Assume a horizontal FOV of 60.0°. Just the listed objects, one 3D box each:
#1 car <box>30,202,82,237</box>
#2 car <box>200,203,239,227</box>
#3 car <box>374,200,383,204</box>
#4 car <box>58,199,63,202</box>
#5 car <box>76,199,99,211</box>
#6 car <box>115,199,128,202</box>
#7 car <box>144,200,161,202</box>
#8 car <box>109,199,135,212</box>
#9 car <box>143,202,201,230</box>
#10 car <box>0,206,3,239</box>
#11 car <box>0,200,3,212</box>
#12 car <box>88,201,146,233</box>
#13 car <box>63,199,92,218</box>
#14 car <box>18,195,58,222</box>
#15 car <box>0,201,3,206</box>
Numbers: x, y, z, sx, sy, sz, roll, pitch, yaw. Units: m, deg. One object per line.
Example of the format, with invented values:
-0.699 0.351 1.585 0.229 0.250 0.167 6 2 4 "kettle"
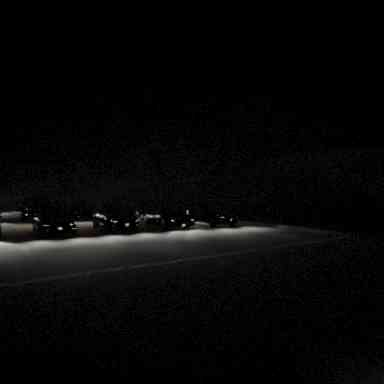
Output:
-7.687 1.558 18.528 1.837 1.490 4.892 0 0 -30 "car"
1.380 1.575 23.829 1.837 1.490 4.892 0 0 -30 "car"
34.996 1.721 58.989 2.033 1.411 5.357 0 0 -15 "car"
-15.945 1.618 40.212 1.837 1.490 4.892 0 0 -29 "car"
-13.635 1.687 43.247 1.994 1.385 4.181 0 0 -29 "car"
-7.415 1.640 32.220 2.033 1.411 5.357 0 0 -30 "car"
-3.765 1.587 32.888 2.128 1.511 4.902 0 0 -30 "car"
-8.843 1.646 41.864 1.812 1.442 4.674 0 0 -30 "car"
-1.803 1.612 22.341 2.033 1.411 5.357 0 0 -30 "car"
-10.696 1.611 16.737 1.994 1.385 4.181 0 0 -30 "car"
-24.322 1.715 40.861 1.895 1.301 4.718 0 0 -29 "car"
-4.756 1.564 20.455 1.837 1.490 4.892 0 0 -30 "car"
-9.723 1.561 29.205 1.882 1.535 5.008 0 0 -30 "car"
-13.024 1.302 27.924 2.150 2.045 5.566 0 0 -30 "car"
-16.193 1.638 26.420 1.994 1.385 4.181 0 0 -30 "car"
